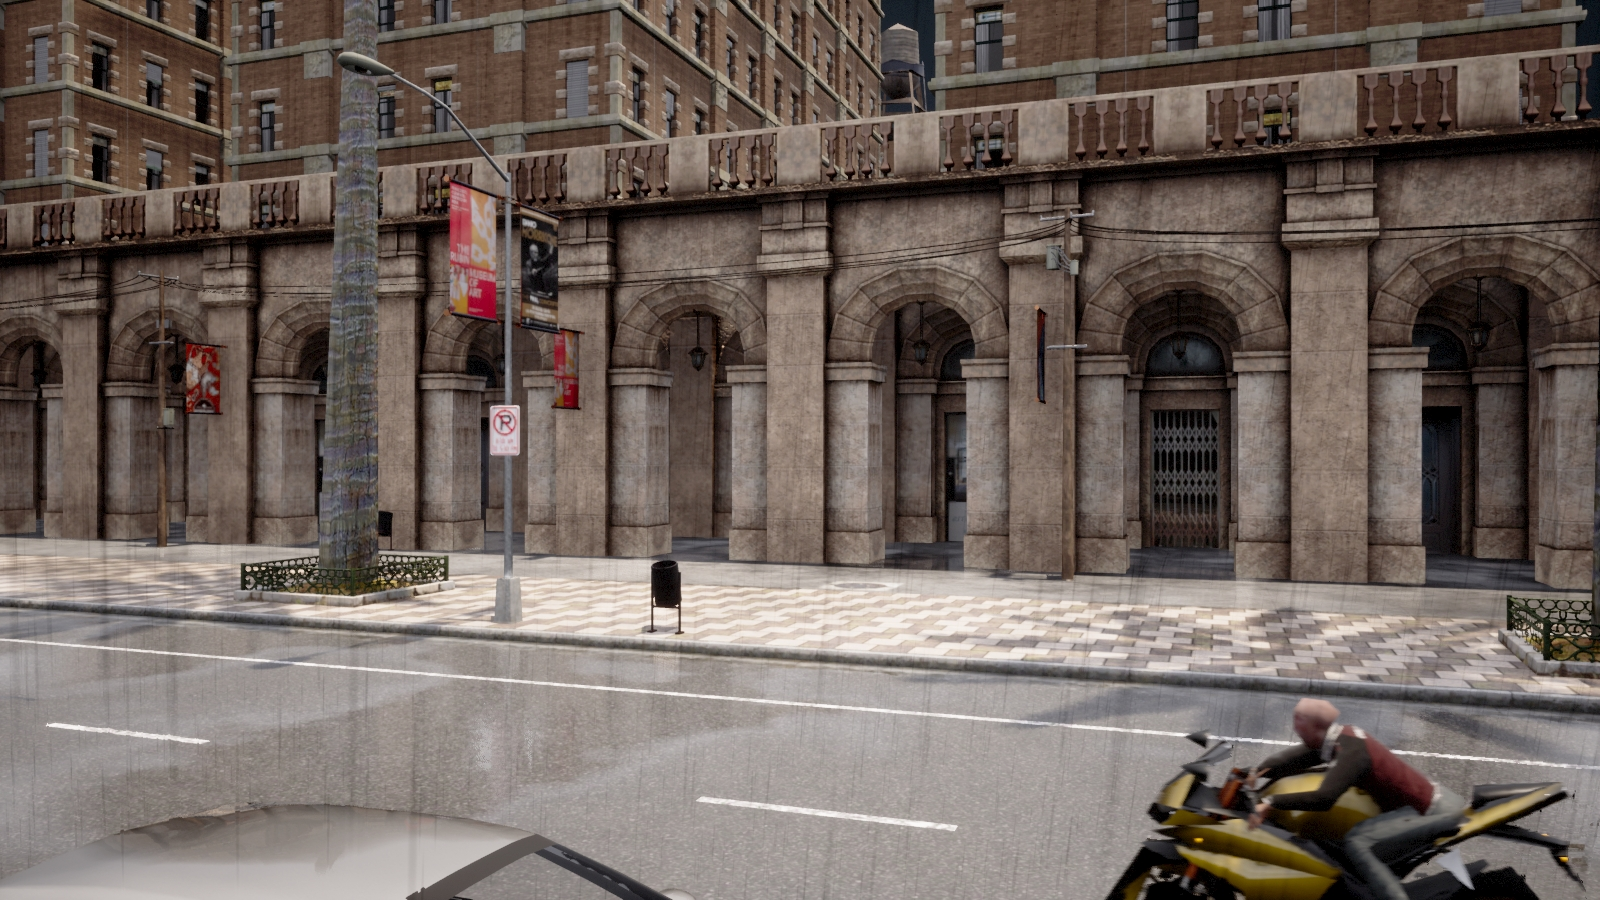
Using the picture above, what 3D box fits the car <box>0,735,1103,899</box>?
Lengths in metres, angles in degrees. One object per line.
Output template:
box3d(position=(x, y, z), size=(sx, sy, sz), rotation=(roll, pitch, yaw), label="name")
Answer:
box3d(position=(-1.248, 2.067, 3.754), size=(4.193, 1.474, 1.816), rotation=(0, 0, 20), label="car")

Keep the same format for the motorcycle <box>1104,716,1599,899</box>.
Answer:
box3d(position=(2.781, 2.205, 6.013), size=(2.209, 1.251, 0.867), rotation=(0, 0, 20), label="motorcycle")
